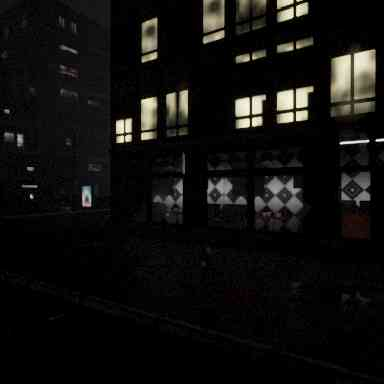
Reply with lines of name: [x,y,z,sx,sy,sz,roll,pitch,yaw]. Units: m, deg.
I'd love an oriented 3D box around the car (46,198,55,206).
car: [-16.660,1.067,42.918,1.802,1.307,4.206,1,2,35]

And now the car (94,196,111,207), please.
car: [-9.754,1.067,38.170,1.947,1.339,4.313,1,2,35]

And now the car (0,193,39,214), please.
car: [-16.106,1.024,29.069,2.192,1.841,5.009,1,2,35]

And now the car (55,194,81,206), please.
car: [-14.151,0.978,42.008,1.837,1.490,4.892,0,3,35]
